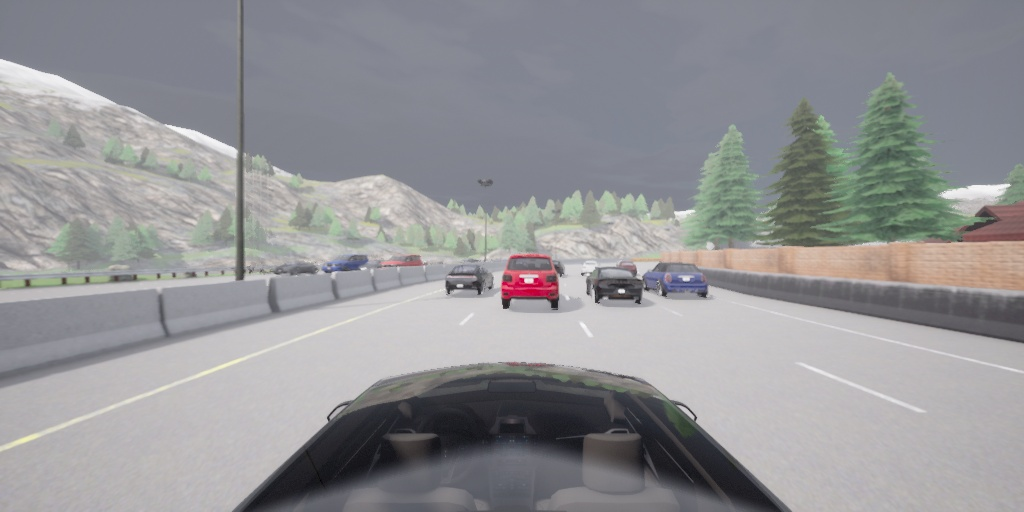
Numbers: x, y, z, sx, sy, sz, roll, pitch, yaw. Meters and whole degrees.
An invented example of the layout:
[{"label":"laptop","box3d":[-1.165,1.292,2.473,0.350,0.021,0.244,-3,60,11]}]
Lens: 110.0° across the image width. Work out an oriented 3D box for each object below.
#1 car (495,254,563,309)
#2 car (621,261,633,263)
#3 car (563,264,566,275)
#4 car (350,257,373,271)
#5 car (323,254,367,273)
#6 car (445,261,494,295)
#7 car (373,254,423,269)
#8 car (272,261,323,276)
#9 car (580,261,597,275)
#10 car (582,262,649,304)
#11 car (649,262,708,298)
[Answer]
[{"label":"car","box3d":[0.848,0.944,15.127,2.150,2.045,5.566,0,0,6]},{"label":"car","box3d":[11.720,1.228,36.718,1.812,1.442,4.674,0,0,14]},{"label":"car","box3d":[4.204,1.191,35.424,1.837,1.490,4.892,0,0,13]},{"label":"car","box3d":[-13.682,1.129,36.514,2.128,1.511,4.902,0,0,13]},{"label":"car","box3d":[-17.094,0.847,37.323,2.150,2.045,5.566,0,0,13]},{"label":"car","box3d":[-2.189,1.197,19.388,2.128,1.511,4.902,0,0,7]},{"label":"car","box3d":[-10.552,0.871,34.488,2.150,2.045,5.566,0,0,12]},{"label":"car","box3d":[-21.102,1.186,35.080,1.994,1.385,4.181,0,0,11]},{"label":"car","box3d":[8.064,1.219,36.573,1.812,1.442,4.674,0,0,14]},{"label":"car","box3d":[4.495,1.207,16.365,1.882,1.535,5.008,0,0,6]},{"label":"car","box3d":[8.295,1.086,18.680,2.097,1.767,4.553,0,0,7]}]
